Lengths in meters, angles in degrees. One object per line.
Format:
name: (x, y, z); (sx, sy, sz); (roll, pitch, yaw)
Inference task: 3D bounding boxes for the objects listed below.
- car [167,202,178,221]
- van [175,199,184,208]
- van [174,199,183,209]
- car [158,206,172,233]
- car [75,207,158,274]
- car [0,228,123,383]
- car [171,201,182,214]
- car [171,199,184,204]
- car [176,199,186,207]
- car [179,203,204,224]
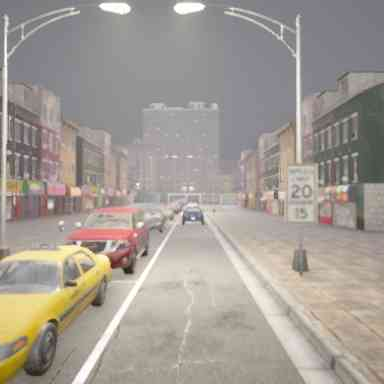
car: (-2.643, 2.036, 32.925); (1.752, 1.417, 4.829); (0, -1, 0)
van: (-2.651, 2.462, 71.203); (1.690, 1.788, 3.998); (0, -1, 0)
van: (-2.650, 2.378, 65.760); (1.690, 1.788, 3.998); (0, -1, 0)
car: (-2.640, 1.889, 22.209); (2.008, 1.369, 4.403); (0, -1, 0)
car: (-2.635, 1.483, 11.325); (2.192, 1.841, 5.009); (0, -1, 0)
car: (-2.635, 1.607, 5.709); (1.752, 1.417, 4.829); (0, -1, 0)
car: (-2.646, 2.236, 43.982); (1.887, 1.381, 4.507); (0, -1, 0)
car: (-2.647, 2.219, 49.427); (1.967, 1.590, 4.097); (0, -1, 0)
car: (-2.654, 2.603, 82.091); (2.192, 1.841, 5.009); (0, -1, 0)
car: (0.093, 1.975, 28.964); (1.812, 1.442, 4.674); (0, -1, 0)
